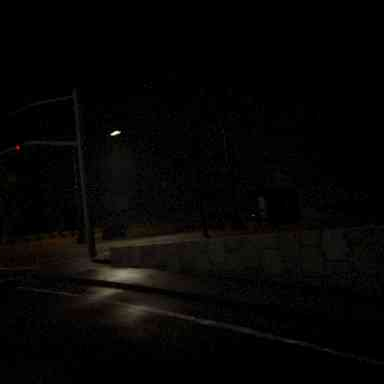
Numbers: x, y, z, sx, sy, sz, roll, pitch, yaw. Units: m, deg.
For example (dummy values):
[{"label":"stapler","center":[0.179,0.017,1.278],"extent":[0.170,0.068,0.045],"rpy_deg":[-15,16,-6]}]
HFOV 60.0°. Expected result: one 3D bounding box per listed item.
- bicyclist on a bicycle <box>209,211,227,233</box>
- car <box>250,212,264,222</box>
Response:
[{"label":"bicyclist on a bicycle","center":[1.872,2.254,25.005],"extent":[1.656,1.620,0.582],"rpy_deg":[-11,-6,36]},{"label":"car","center":[10.145,3.462,48.405],"extent":[2.128,1.511,4.902],"rpy_deg":[-10,-6,36]}]
